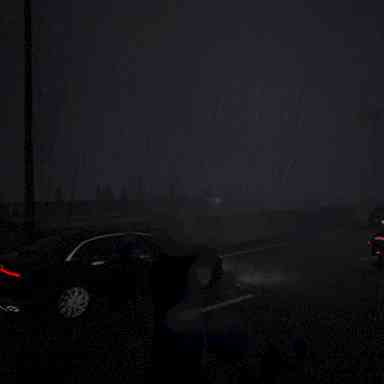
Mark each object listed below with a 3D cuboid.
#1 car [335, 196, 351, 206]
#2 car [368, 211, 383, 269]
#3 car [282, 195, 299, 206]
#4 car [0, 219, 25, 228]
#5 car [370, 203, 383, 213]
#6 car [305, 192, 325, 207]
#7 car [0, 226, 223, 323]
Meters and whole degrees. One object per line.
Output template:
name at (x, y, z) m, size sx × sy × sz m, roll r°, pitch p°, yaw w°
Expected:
car at (20.331, 1.246, 44.776) m, size 2.128 × 1.511 × 4.902 m, roll 0°, pitch 0°, yaw 27°
car at (6.993, 1.420, 9.830) m, size 4.902 × 1.511 × 2.128 m, roll -1°, pitch 0°, yaw -42°
car at (14.552, 1.290, 48.805) m, size 1.837 × 1.490 × 4.892 m, roll 0°, pitch 1°, yaw 26°
car at (-7.620, 1.595, 11.635) m, size 4.181 × 1.385 × 1.994 m, roll -1°, pitch 0°, yaw -37°
car at (12.090, 1.374, 19.974) m, size 1.837 × 1.490 × 4.892 m, roll 0°, pitch 0°, yaw 42°
car at (16.989, 1.000, 45.879) m, size 2.150 × 2.045 × 5.566 m, roll 0°, pitch 0°, yaw 27°
car at (-1.479, 1.501, 7.263) m, size 4.892 × 1.490 × 1.837 m, roll -1°, pitch 0°, yaw -38°
